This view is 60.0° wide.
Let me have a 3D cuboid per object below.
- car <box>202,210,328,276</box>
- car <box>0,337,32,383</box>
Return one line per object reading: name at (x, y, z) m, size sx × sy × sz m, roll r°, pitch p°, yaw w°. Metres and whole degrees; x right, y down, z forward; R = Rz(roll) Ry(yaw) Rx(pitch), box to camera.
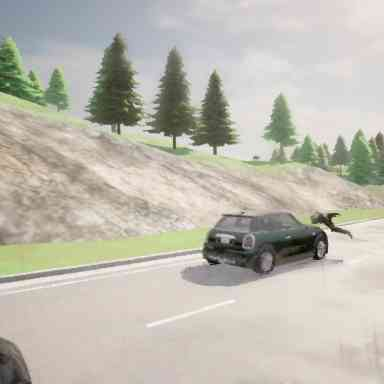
car at (2.499, 1.366, 10.698) m, size 4.553 × 1.767 × 2.097 m, roll 0°, pitch 1°, yaw -42°
car at (-3.397, 1.506, 1.544) m, size 4.892 × 1.490 × 1.837 m, roll 0°, pitch 0°, yaw -35°
